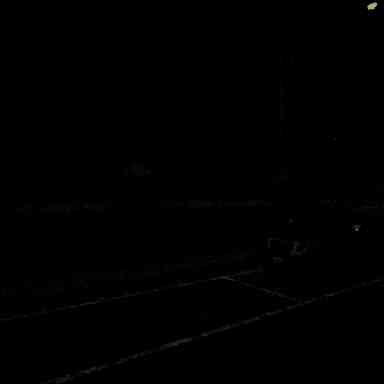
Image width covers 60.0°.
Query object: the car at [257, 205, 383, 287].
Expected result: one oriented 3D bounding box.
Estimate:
[{"bbox_3d":[4.124,1.313,9.478,5.009,1.841,2.192,0,0,-36],"label":"car"}]
